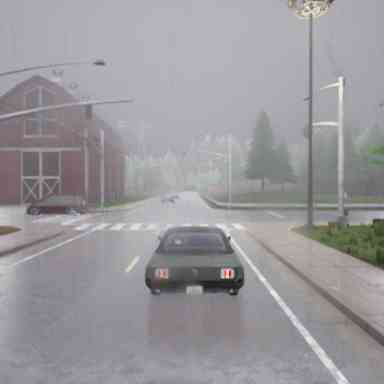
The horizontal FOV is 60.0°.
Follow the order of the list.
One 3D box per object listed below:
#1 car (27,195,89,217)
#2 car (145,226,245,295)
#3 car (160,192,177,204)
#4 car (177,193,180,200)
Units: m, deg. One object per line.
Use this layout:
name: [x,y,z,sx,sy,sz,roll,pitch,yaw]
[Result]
car: [-10.764,1.022,26.700,4.553,1.767,2.097,0,1,2]
car: [0.066,1.505,8.375,1.895,1.301,4.718,0,1,0]
car: [-3.589,0.964,49.577,1.812,1.442,4.674,0,1,0]
car: [-3.522,0.777,66.128,1.812,1.442,4.674,0,1,0]
